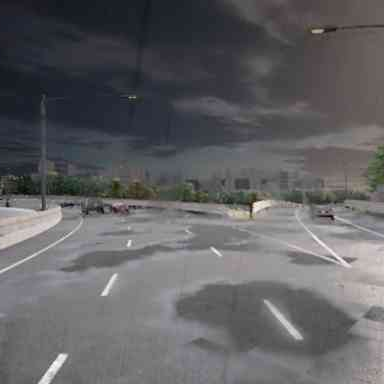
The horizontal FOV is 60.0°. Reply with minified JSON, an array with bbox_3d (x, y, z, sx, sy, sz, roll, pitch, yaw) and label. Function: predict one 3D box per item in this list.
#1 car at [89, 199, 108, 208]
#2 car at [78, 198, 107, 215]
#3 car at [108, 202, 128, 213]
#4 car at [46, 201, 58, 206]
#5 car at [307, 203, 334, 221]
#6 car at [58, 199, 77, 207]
[{"bbox_3d":[-18.333,2.248,65.161,1.882,1.535,5.008,0,-1,-39],"label":"car"},{"bbox_3d":[-12.555,1.726,41.967,2.150,2.045,5.566,0,-1,-25],"label":"car"},{"bbox_3d":[-9.654,2.017,43.828,1.812,1.442,4.674,0,-1,-24],"label":"car"},{"bbox_3d":[-29.631,2.506,67.911,1.895,1.301,4.718,0,-1,-42],"label":"car"},{"bbox_3d":[11.256,1.695,29.214,2.033,1.411,5.357,-1,-1,16],"label":"car"},{"bbox_3d":[-26.619,2.252,69.788,2.097,1.767,4.553,0,-1,-42],"label":"car"}]
